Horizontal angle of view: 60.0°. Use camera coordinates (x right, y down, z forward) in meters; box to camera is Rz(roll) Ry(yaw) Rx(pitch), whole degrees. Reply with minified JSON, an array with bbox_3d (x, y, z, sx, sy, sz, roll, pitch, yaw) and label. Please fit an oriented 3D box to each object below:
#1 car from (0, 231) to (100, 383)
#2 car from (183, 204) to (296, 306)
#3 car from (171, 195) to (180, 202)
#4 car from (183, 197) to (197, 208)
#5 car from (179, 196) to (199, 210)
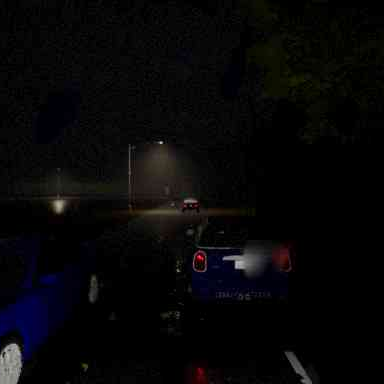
[{"bbox_3d":[-2.877,1.473,5.126,1.882,1.535,5.008,0,0,0],"label":"car"},{"bbox_3d":[0.917,1.343,8.184,2.097,1.767,4.553,0,0,0],"label":"car"},{"bbox_3d":[-3.143,1.317,67.435,1.895,1.301,4.718,0,1,0],"label":"car"},{"bbox_3d":[-0.233,1.480,47.368,1.895,1.301,4.718,0,0,0],"label":"car"},{"bbox_3d":[-0.135,1.472,37.607,2.033,1.411,5.357,0,0,0],"label":"car"}]
